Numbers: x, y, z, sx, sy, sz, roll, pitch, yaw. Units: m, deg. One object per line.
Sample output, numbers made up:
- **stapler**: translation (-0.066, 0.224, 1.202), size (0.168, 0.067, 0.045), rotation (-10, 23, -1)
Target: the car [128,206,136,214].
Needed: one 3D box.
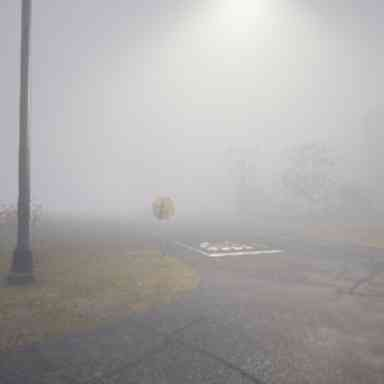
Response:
- **car**: translation (-10.020, 3.154, 58.733), size (1.895, 1.301, 4.718), rotation (1, -2, -20)

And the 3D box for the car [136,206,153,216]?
- **car**: translation (-6.602, 2.865, 49.333), size (1.994, 1.385, 4.181), rotation (1, -2, -20)
